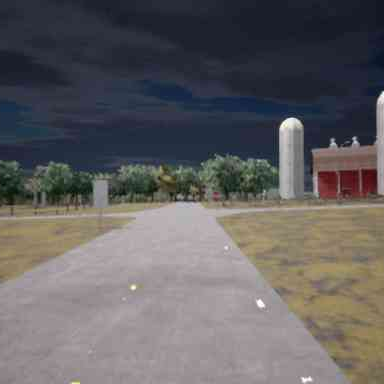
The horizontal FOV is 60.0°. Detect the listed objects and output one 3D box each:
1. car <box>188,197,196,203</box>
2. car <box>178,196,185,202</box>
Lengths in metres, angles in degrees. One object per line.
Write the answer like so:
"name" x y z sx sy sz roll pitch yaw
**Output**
"car" -0.009 2.084 83.602 1.837 1.490 4.892 0 -1 0
"car" -2.759 1.822 88.217 2.033 1.411 5.357 0 -1 0
